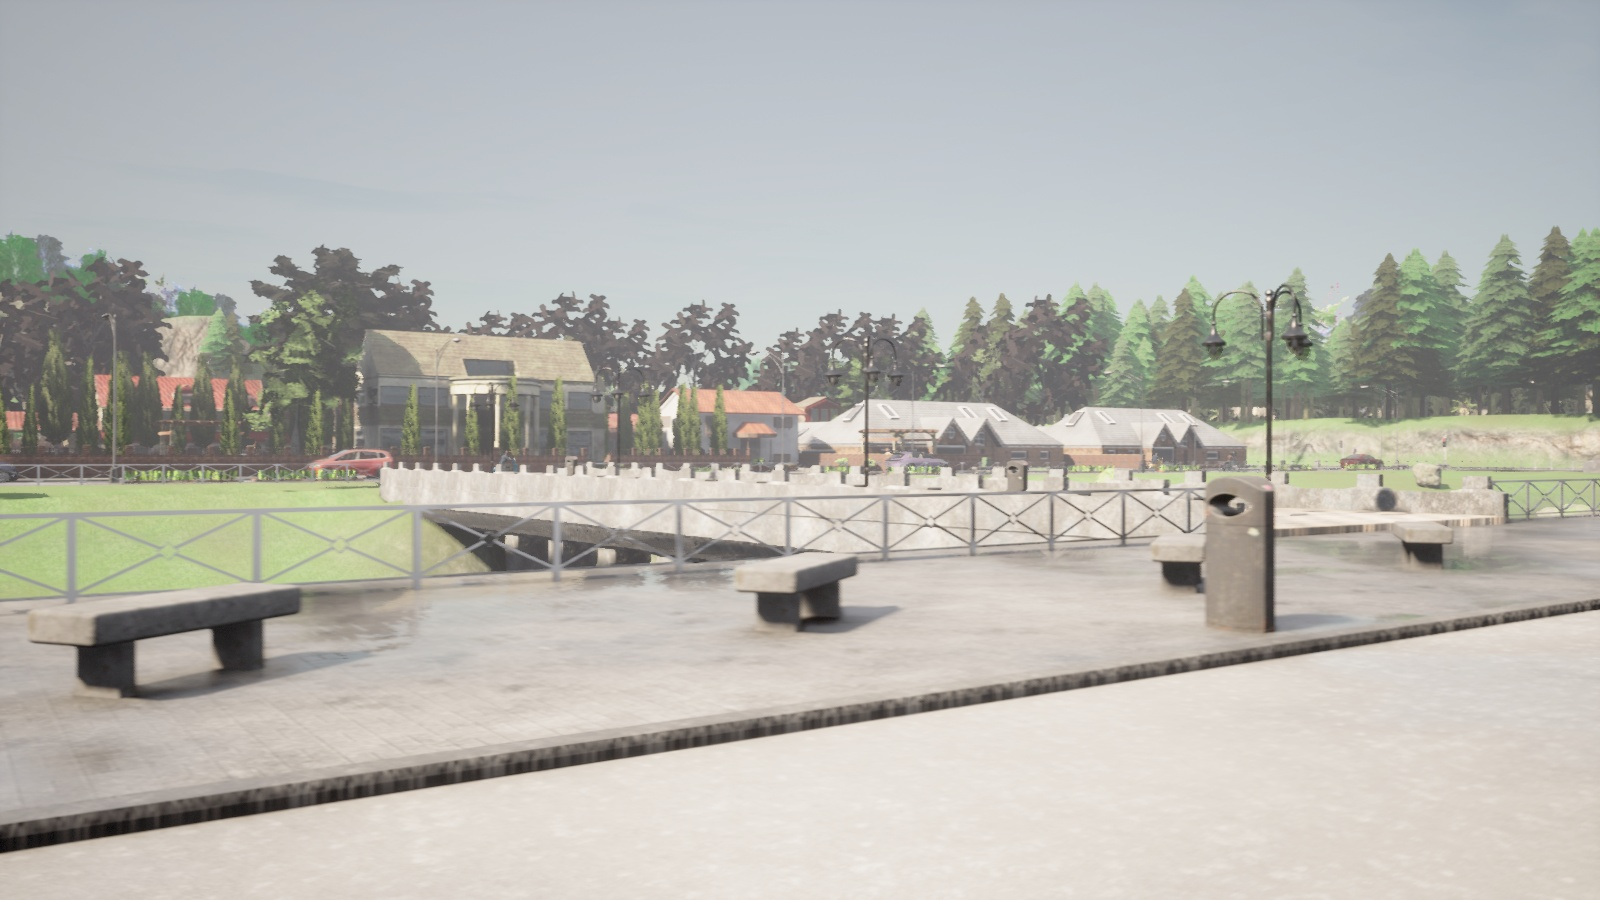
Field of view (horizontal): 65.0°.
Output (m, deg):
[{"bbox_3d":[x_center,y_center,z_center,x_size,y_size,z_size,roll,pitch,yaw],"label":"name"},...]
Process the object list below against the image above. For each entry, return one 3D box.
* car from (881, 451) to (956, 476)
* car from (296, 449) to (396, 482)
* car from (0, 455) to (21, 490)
[{"bbox_3d":[8.023,0.866,84.998,4.856,1.649,2.033,0,0,-35],"label":"car"},{"bbox_3d":[-24.330,0.806,67.362,4.611,1.667,2.242,0,0,-35],"label":"car"},{"bbox_3d":[-35.940,0.968,54.411,3.633,1.501,1.845,0,0,-35],"label":"car"}]
